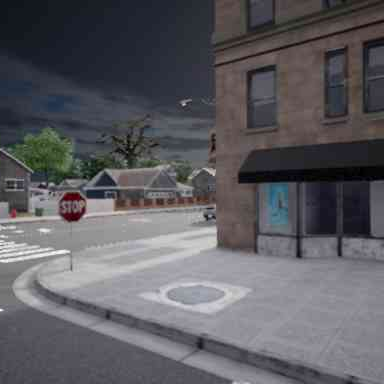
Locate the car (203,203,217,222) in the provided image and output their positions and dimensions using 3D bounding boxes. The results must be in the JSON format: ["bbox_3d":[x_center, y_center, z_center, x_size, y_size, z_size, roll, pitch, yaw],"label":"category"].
[{"bbox_3d":[2.751,1.544,26.343,2.128,1.511,4.902,-1,0,36],"label":"car"}]
